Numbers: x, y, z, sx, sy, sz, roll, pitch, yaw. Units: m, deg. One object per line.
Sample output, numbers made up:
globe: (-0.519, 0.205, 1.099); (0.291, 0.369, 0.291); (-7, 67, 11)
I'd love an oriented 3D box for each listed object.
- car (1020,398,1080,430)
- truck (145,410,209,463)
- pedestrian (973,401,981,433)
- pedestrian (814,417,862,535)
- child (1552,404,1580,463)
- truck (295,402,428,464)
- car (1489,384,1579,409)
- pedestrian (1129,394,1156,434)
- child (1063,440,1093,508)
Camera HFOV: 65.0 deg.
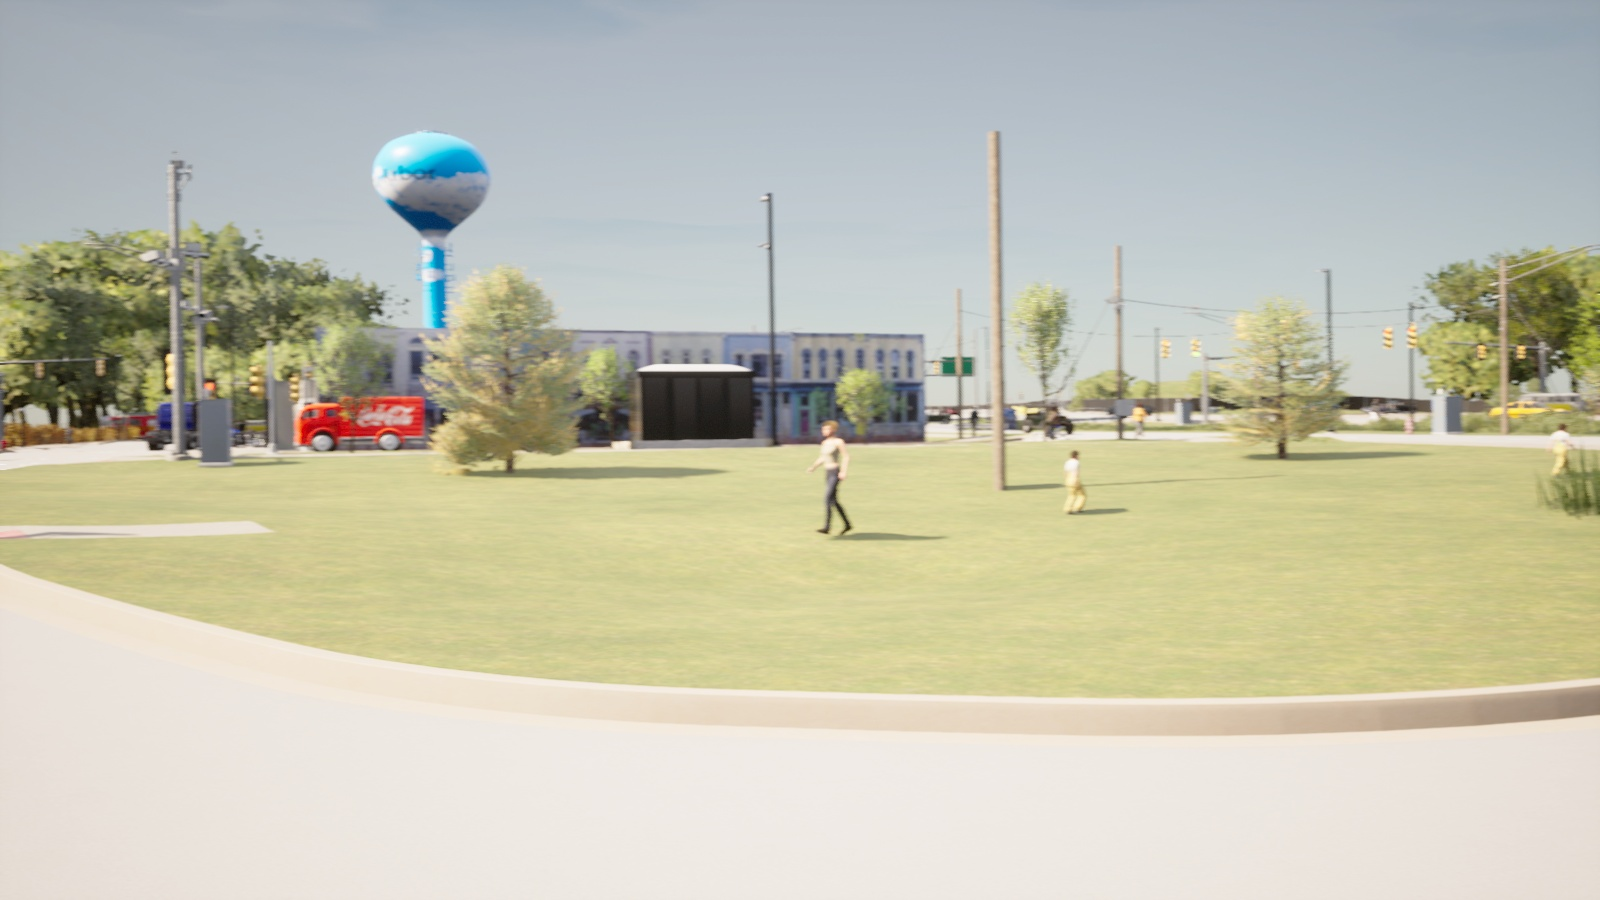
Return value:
car: (15.364, -2.184, 77.252); (1.905, 1.878, 3.866); (-2, 1, -19)
truck: (-43.591, -0.958, 88.096); (2.891, 3.462, 7.936); (-2, 1, -19)
pedestrian: (10.378, -1.921, 73.681); (0.370, 1.835, 0.726); (-2, 1, 6)
pedestrian: (0.603, 0.404, 19.978); (0.594, 1.836, 0.345); (-2, 1, -26)
child: (16.812, -0.364, 27.560); (0.437, 1.263, 0.270); (-2, 1, -11)
truck: (-18.786, -0.719, 54.046); (5.204, 2.467, 2.627); (-2, 0, -17)
car: (49.479, -3.572, 84.785); (1.801, 1.575, 5.366); (-2, 2, -19)
pedestrian: (16.419, -1.730, 60.242); (0.874, 1.855, 0.900); (-2, 1, -12)
child: (5.289, 0.456, 23.886); (0.437, 1.263, 0.270); (-2, 1, -22)
